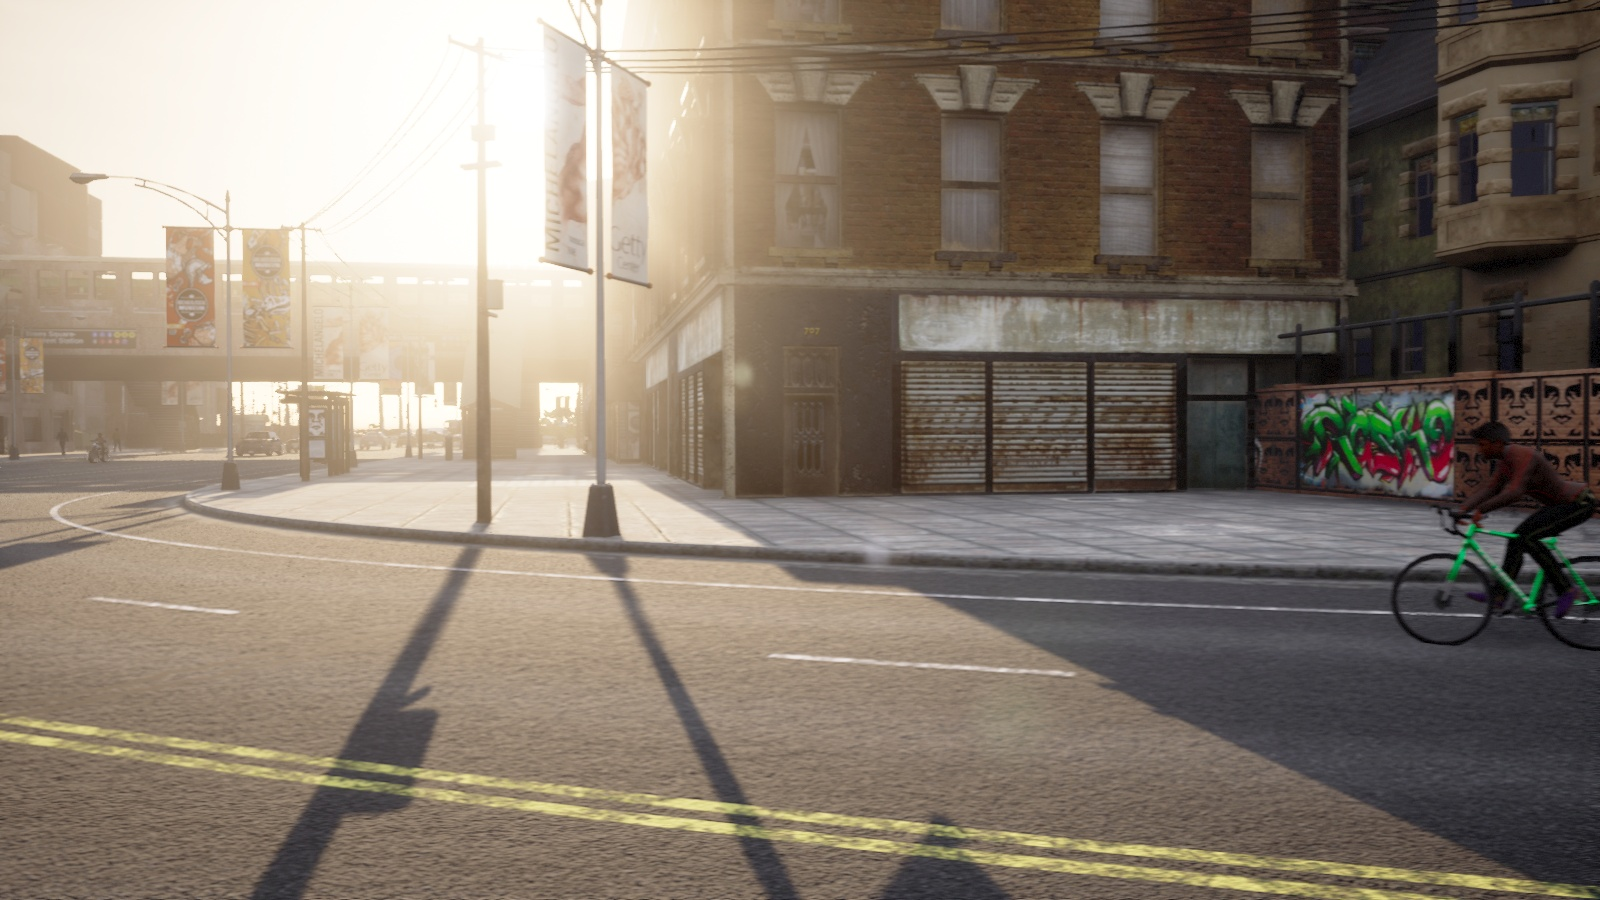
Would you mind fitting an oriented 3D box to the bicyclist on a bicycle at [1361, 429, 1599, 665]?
[{"bbox_3d":[4.980,0.661,9.016,1.656,1.620,0.582,0,0,15],"label":"bicyclist on a bicycle"}]

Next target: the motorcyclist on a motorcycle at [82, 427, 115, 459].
[{"bbox_3d":[-36.540,-0.375,65.476,0.766,1.649,2.350,0,1,-10],"label":"motorcyclist on a motorcycle"}]

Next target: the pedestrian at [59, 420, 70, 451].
[{"bbox_3d":[-47.063,-0.938,80.330,0.423,1.949,0.788,0,1,-16],"label":"pedestrian"}]

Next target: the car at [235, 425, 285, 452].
[{"bbox_3d":[-36.430,-0.763,84.797,2.097,1.767,4.553,0,1,-10],"label":"car"}]
